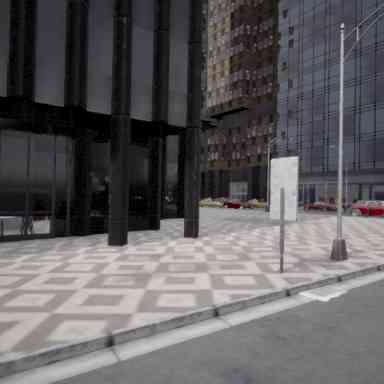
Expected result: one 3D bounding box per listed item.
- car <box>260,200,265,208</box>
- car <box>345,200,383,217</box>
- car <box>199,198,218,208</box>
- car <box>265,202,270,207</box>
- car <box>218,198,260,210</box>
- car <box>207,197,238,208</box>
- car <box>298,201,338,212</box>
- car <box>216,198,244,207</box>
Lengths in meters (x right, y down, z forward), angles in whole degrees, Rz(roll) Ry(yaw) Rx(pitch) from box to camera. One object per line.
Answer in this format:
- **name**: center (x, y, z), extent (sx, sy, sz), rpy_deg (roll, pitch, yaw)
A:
- **car**: center (9.270, 1.703, 49.960), extent (1.752, 1.417, 4.829), rpy_deg (2, -1, -36)
- **car**: center (15.191, 1.378, 27.043), extent (1.967, 1.590, 4.097), rpy_deg (2, -1, -37)
- **car**: center (2.534, 1.476, 44.729), extent (1.752, 1.417, 4.829), rpy_deg (2, -1, -36)
- **car**: center (12.561, 1.740, 45.359), extent (1.947, 1.339, 4.313), rpy_deg (2, -1, -36)
- **car**: center (5.628, 1.492, 40.404), extent (1.887, 1.381, 4.507), rpy_deg (2, -1, -36)
- **car**: center (4.649, 1.603, 51.674), extent (2.128, 1.511, 4.902), rpy_deg (2, -1, -36)
- **car**: center (15.753, 1.753, 40.896), extent (1.802, 1.307, 4.206), rpy_deg (2, -1, -36)
- **car**: center (6.176, 1.731, 54.283), extent (2.008, 1.369, 4.403), rpy_deg (2, -1, -36)
